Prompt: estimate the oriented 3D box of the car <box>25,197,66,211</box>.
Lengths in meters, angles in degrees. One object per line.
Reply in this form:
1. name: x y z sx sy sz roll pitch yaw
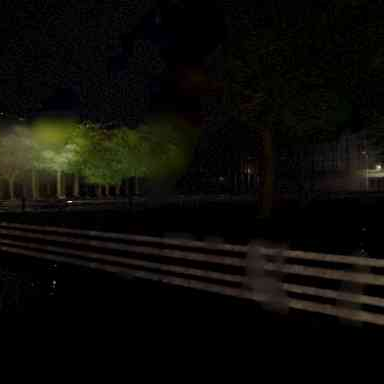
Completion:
1. car: -16.553 1.309 37.727 4.792 1.488 2.163 -1 0 1
